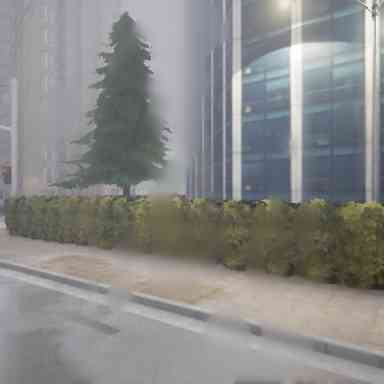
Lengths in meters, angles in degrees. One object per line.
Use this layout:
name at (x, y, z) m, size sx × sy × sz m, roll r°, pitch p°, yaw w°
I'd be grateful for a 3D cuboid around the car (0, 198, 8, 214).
car at (-18.874, 1.388, 32.071) m, size 2.097 × 1.767 × 4.553 m, roll 0°, pitch 0°, yaw 36°
